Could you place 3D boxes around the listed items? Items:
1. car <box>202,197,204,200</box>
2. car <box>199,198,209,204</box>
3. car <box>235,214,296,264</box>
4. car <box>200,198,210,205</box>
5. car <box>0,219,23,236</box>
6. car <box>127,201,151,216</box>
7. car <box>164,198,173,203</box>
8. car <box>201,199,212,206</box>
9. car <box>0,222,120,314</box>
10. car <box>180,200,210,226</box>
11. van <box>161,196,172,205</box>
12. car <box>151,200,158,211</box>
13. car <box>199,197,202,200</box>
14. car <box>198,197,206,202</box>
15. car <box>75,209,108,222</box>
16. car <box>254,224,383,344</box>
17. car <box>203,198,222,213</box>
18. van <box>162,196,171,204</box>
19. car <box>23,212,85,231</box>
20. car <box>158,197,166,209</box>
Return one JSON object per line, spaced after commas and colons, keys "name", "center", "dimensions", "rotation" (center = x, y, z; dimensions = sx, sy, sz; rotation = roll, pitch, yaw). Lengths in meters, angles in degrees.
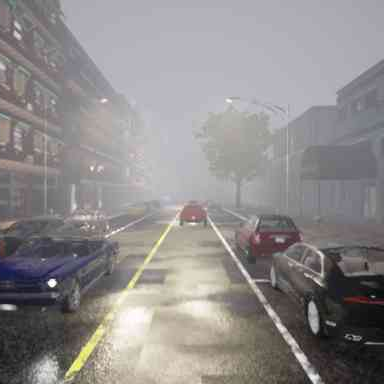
{"name": "car", "center": [2.701, 1.822, 51.996], "dimensions": [1.887, 1.381, 4.507], "rotation": [0, 0, 0]}
{"name": "car", "center": [2.706, 1.990, 74.783], "dimensions": [1.947, 1.339, 4.313], "rotation": [0, 0, 0]}
{"name": "car", "center": [2.692, 1.499, 12.122], "dimensions": [1.967, 1.590, 4.097], "rotation": [0, 0, 0]}
{"name": "car", "center": [2.705, 1.931, 69.087], "dimensions": [1.887, 1.381, 4.507], "rotation": [0, 0, 0]}
{"name": "car", "center": [-5.690, 1.346, 6.429], "dimensions": [2.192, 1.841, 5.009], "rotation": [0, 0, 0]}
{"name": "car", "center": [-5.684, 1.704, 34.742], "dimensions": [1.752, 1.417, 4.829], "rotation": [0, 0, 0]}
{"name": "car", "center": [-5.673, 2.046, 80.486], "dimensions": [1.802, 1.307, 4.206], "rotation": [0, 0, 0]}
{"name": "car", "center": [2.703, 1.931, 63.389], "dimensions": [1.802, 1.307, 4.206], "rotation": [0, 0, 0]}
{"name": "car", "center": [-3.090, 1.638, 7.787], "dimensions": [1.895, 1.301, 4.718], "rotation": [0, 0, 0]}
{"name": "car", "center": [0.104, 1.603, 24.915], "dimensions": [1.882, 1.535, 5.008], "rotation": [0, 0, 0]}
{"name": "van", "center": [-5.677, 1.728, 69.094], "dimensions": [1.690, 1.788, 3.998], "rotation": [0, 0, 0]}
{"name": "car", "center": [-5.682, 1.756, 40.609], "dimensions": [1.887, 1.381, 4.507], "rotation": [0, 0, 0]}
{"name": "car", "center": [0.112, 1.769, 46.172], "dimensions": [1.812, 1.442, 4.674], "rotation": [0, -1, 0]}
{"name": "car", "center": [2.710, 2.108, 91.872], "dimensions": [1.947, 1.339, 4.313], "rotation": [0, 0, 0]}
{"name": "car", "center": [-5.687, 1.639, 17.821], "dimensions": [2.008, 1.369, 4.403], "rotation": [0, 0, 0]}
{"name": "car", "center": [2.691, 1.581, 6.424], "dimensions": [2.008, 1.369, 4.403], "rotation": [0, 0, 0]}
{"name": "car", "center": [2.699, 1.761, 40.605], "dimensions": [2.008, 1.369, 4.403], "rotation": [0, 0, 0]}
{"name": "van", "center": [-5.676, 1.766, 74.790], "dimensions": [1.690, 1.788, 3.998], "rotation": [0, 0, 0]}
{"name": "car", "center": [-5.688, 1.625, 12.125], "dimensions": [1.947, 1.339, 4.313], "rotation": [0, 0, 0]}
{"name": "car", "center": [-5.679, 1.843, 52.001], "dimensions": [1.947, 1.339, 4.313], "rotation": [0, 0, 0]}
